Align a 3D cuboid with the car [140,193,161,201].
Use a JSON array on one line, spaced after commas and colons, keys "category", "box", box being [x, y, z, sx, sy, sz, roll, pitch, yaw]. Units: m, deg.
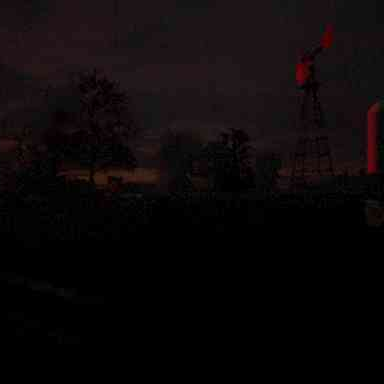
[{"category": "car", "box": [-7.676, 1.025, 62.564, 1.837, 1.490, 4.892, 0, 0, 36]}]
